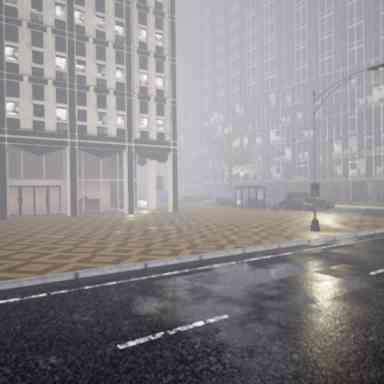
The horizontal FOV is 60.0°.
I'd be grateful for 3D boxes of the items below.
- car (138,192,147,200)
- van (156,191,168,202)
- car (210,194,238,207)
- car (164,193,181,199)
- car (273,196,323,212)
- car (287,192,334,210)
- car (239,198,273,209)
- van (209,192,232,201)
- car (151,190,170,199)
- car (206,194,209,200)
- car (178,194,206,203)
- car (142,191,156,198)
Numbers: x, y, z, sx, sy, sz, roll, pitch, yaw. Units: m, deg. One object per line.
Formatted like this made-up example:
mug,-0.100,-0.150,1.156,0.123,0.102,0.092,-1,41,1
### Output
car,-11.151,1.011,68.513,2.008,1.369,4.403,-1,1,-35
van,-4.706,0.909,59.146,1.690,1.788,3.998,-1,1,-35
car,4.914,1.292,45.073,1.947,1.339,4.313,-1,1,-35
car,-4.247,0.900,73.262,1.802,1.307,4.206,-1,1,-35
car,11.296,1.396,35.665,1.947,1.339,4.313,-1,1,-35
car,13.195,1.000,37.677,2.150,2.045,5.566,-1,1,-35
car,8.088,1.360,40.359,1.802,1.307,4.206,-1,1,-35
van,5.418,0.820,59.212,1.690,1.788,3.998,-1,1,-35
car,-7.469,0.579,77.941,2.192,1.841,5.009,-1,1,-35
car,2.197,1.008,63.898,1.802,1.307,4.206,-1,1,-35
car,-0.006,1.130,56.934,1.994,1.385,4.181,-1,1,-34
car,-10.691,0.650,82.624,1.967,1.590,4.097,-1,1,-35
